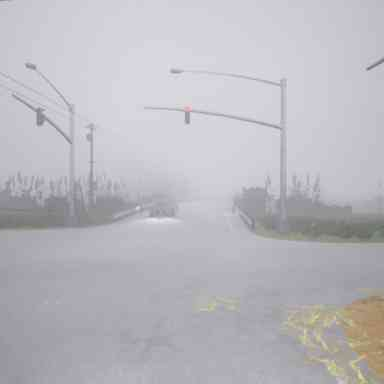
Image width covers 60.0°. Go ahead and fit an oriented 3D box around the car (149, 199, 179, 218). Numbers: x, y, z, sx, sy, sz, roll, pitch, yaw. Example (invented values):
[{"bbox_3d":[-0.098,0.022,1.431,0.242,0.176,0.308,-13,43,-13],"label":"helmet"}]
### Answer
[{"bbox_3d":[-2.284,1.305,27.900,1.994,1.385,4.181,0,3,5],"label":"car"}]
